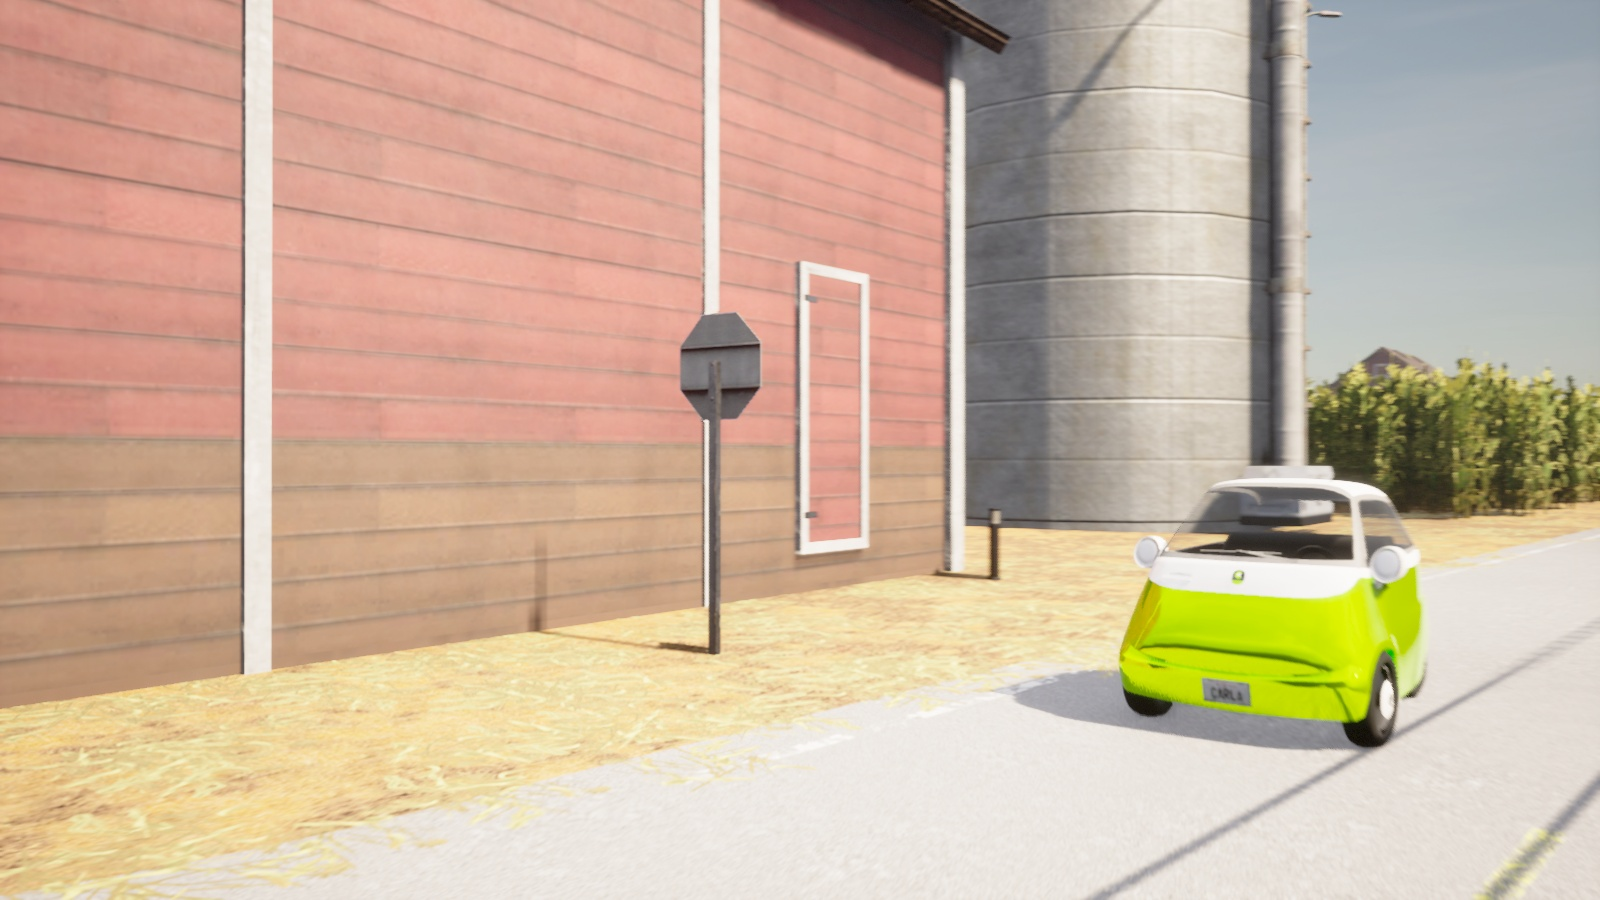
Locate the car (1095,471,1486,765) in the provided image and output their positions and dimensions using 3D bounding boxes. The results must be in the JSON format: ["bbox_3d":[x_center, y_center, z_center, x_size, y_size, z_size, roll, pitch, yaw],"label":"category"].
[{"bbox_3d":[2.931,0.829,7.356,1.481,1.376,2.207,-1,0,41],"label":"car"}]
